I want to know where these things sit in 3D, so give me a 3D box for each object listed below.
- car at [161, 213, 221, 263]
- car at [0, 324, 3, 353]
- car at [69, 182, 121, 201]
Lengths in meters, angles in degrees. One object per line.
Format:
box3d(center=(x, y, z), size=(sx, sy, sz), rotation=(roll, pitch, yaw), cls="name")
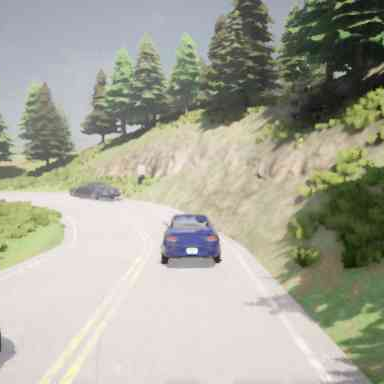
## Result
box3d(center=(-0.085, 1.453, 11.607), size=(1.812, 1.442, 4.674), rotation=(0, 1, -2), cls="car")
box3d(center=(-3.311, 1.552, 2.379), size=(1.994, 1.385, 4.181), rotation=(0, 0, 0), cls="car")
box3d(center=(-8.314, -0.116, 28.227), size=(5.357, 1.411, 2.033), rotation=(4, 7, 40), cls="car")
